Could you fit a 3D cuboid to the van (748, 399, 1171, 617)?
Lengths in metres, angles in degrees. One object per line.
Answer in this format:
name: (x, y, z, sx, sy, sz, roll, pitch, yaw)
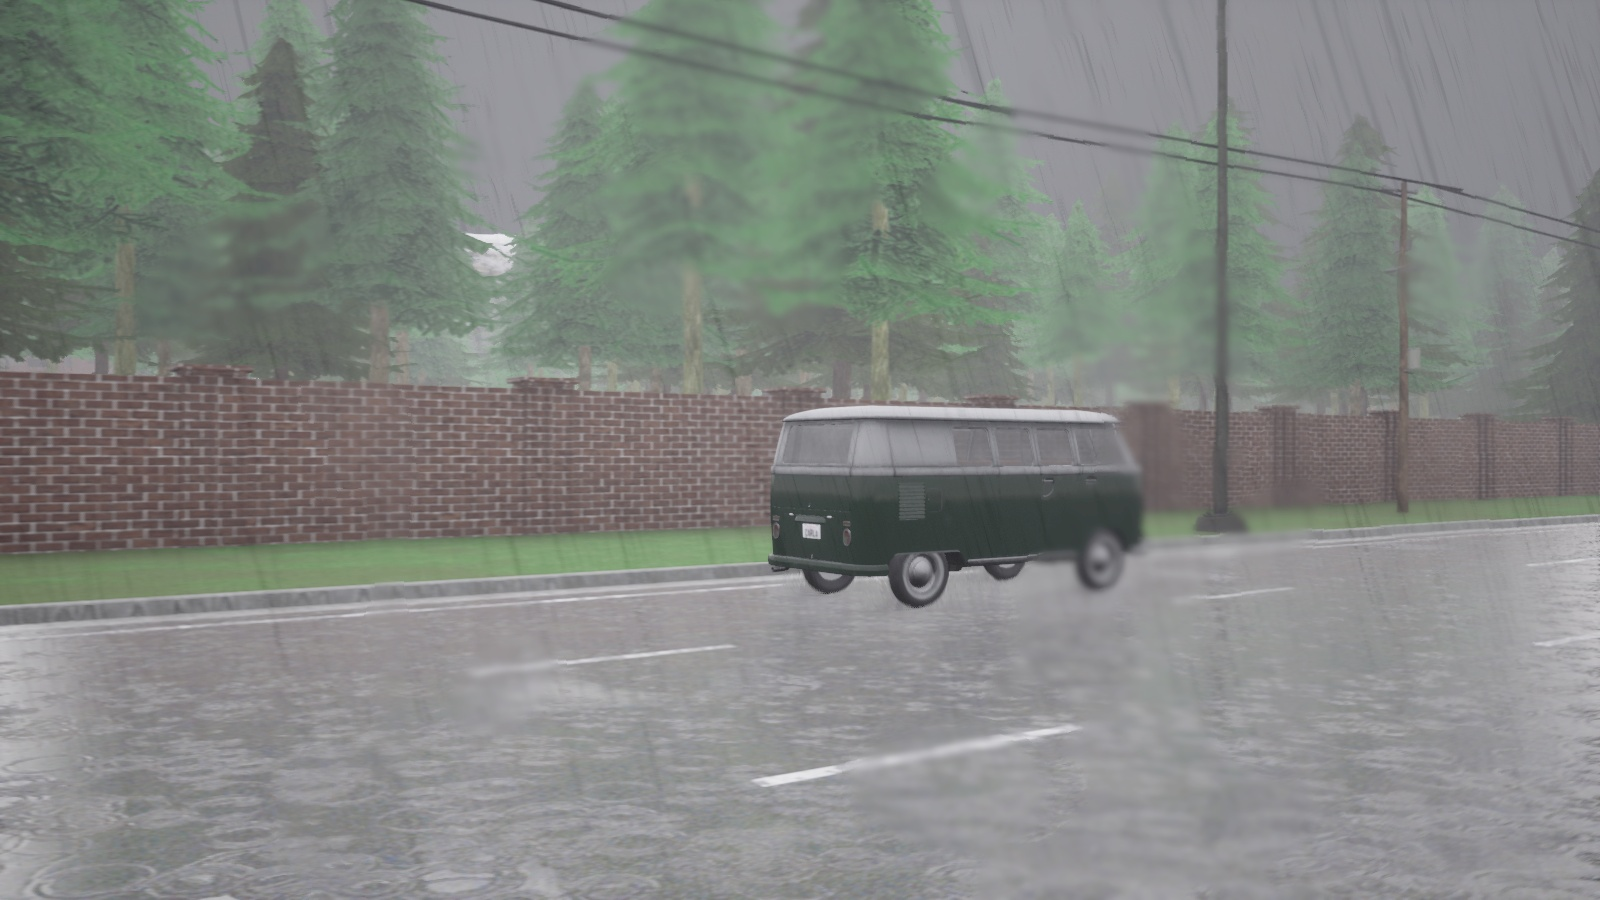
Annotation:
van: (1.797, 0.527, 13.439, 4.442, 1.987, 1.775, 0, 0, -35)
